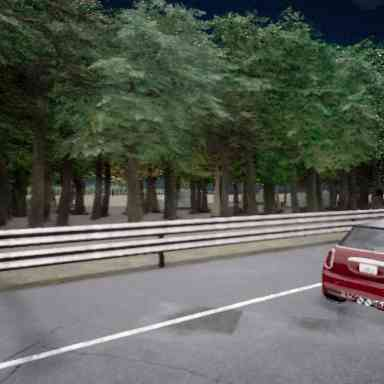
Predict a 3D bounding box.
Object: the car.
[{"bbox_3d":[4.811,1.347,6.924,4.553,1.767,2.097,0,0,-34],"label":"car"}]
